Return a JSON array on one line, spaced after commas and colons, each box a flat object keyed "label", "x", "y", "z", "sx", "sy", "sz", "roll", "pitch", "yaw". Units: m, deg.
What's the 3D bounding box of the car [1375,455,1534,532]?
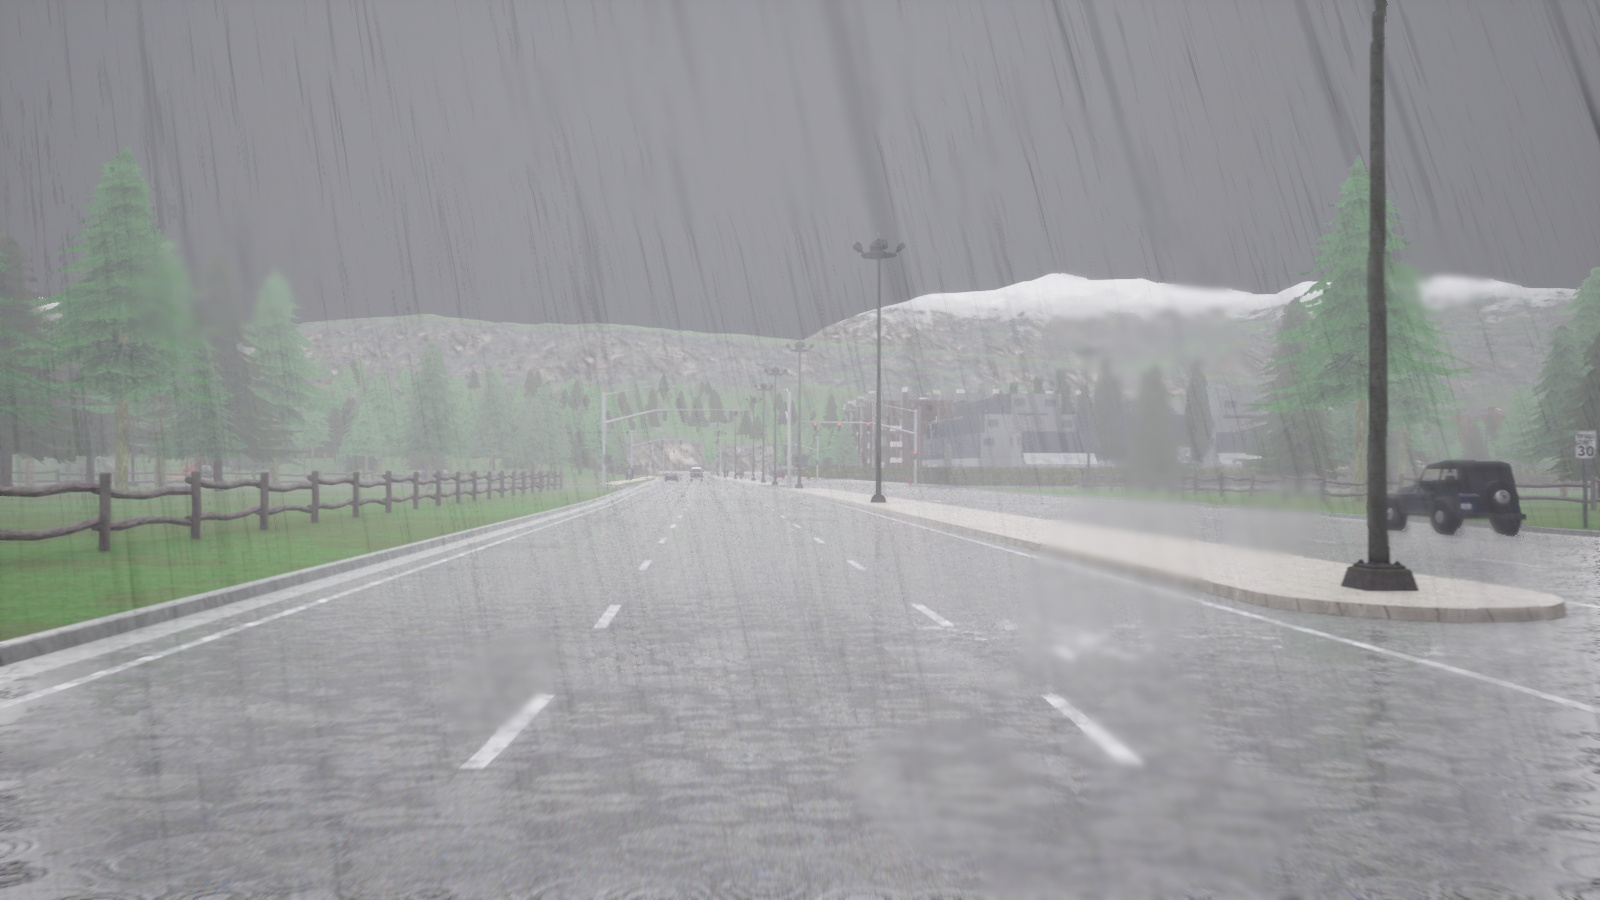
[{"label": "car", "x": 16.934, "y": 1.090, "z": 32.708, "sx": 1.905, "sy": 1.878, "sz": 3.866, "roll": 0, "pitch": -1, "yaw": -4}]
